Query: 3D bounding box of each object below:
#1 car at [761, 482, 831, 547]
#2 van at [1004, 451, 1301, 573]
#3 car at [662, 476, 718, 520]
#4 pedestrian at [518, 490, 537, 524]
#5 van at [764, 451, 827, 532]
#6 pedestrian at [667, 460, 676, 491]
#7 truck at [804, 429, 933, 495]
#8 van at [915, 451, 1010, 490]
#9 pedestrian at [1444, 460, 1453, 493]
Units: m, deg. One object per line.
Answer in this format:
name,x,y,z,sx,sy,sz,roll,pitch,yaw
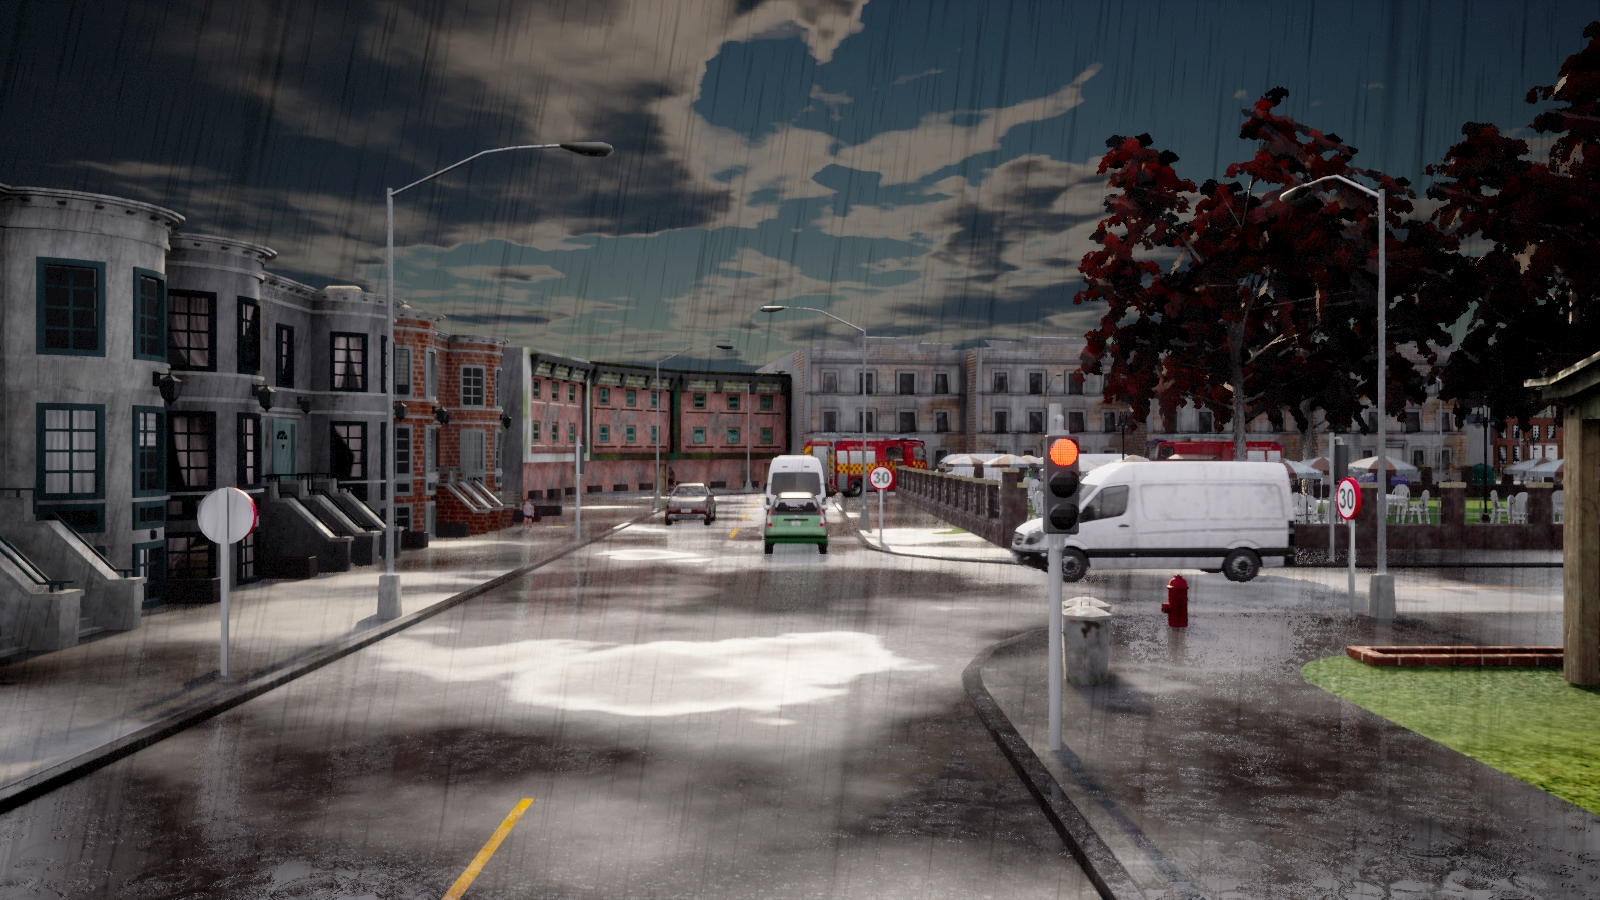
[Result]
car,-0.119,1.778,32.372,1.851,1.617,3.988,0,0,0
van,7.648,1.315,25.188,5.915,2.561,1.988,0,0,0
car,-4.154,1.806,43.645,1.789,1.549,3.705,0,0,0
pedestrian,-9.078,1.904,38.118,0.500,1.100,0.500,0,0,4
van,-0.147,1.315,39.074,1.988,2.561,5.915,0,0,0
pedestrian,-7.659,1.525,68.259,0.375,1.860,0.375,0,0,28
truck,4.295,0.672,70.228,8.468,3.827,2.891,0,0,-43
van,10.550,1.314,74.428,5.915,2.561,1.988,0,0,0
pedestrian,37.540,1.524,66.117,0.375,1.860,0.375,0,0,17
